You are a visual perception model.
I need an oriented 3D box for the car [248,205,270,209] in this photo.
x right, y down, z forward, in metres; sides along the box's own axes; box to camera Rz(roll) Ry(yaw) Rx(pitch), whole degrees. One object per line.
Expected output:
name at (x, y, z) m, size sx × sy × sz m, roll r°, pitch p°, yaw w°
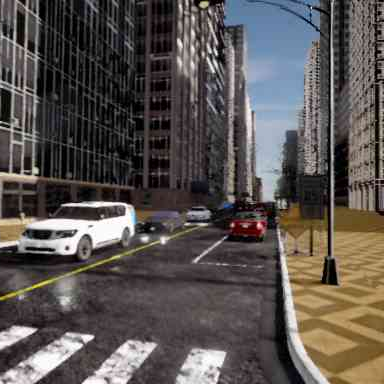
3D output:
car at (7.214, 2.372, 35.831) m, size 1.802 × 1.307 × 4.206 m, roll 1°, pitch -1°, yaw 14°

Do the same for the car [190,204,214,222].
car at (0.635, 2.184, 33.319) m, size 1.812 × 1.442 × 4.674 m, roll 0°, pitch -1°, yaw 15°

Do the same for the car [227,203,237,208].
car at (9.974, 3.313, 82.037) m, size 1.947 × 1.339 × 4.313 m, roll 1°, pitch -1°, yaw 14°

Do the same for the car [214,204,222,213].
car at (3.167, 2.676, 54.425) m, size 1.947 × 1.339 × 4.313 m, roll 1°, pitch -1°, yaw 14°

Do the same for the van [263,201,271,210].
van at (16.749, 3.021, 74.491) m, size 1.690 × 1.788 × 3.998 m, roll 1°, pitch -1°, yaw 14°

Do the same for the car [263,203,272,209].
car at (18.106, 3.359, 80.009) m, size 2.008 × 1.369 × 4.403 m, roll 1°, pitch -1°, yaw 14°

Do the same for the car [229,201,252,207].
car at (6.770, 2.188, 44.872) m, size 2.150 × 2.045 × 5.566 m, roll 0°, pitch -1°, yaw 14°

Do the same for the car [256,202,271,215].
car at (11.304, 2.486, 52.402) m, size 2.192 × 1.841 × 5.009 m, roll 1°, pitch -1°, yaw 14°

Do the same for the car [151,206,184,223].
car at (-2.287, 2.147, 32.340) m, size 1.887 × 1.381 × 4.507 m, roll 1°, pitch -1°, yaw 14°

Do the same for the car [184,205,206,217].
car at (0.443, 2.422, 43.379) m, size 1.947 × 1.339 × 4.313 m, roll 1°, pitch -1°, yaw 14°

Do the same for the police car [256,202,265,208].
police car at (17.813, 3.356, 86.321) m, size 1.930 × 1.638 × 5.238 m, roll 0°, pitch -1°, yaw 14°

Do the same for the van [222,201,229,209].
van at (7.256, 2.833, 70.995) m, size 1.690 × 1.788 × 3.998 m, roll 1°, pitch -1°, yaw 14°

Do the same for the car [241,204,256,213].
car at (9.653, 2.781, 56.573) m, size 2.033 × 1.411 × 5.357 m, roll 0°, pitch -1°, yaw 14°

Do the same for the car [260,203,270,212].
car at (14.063, 2.955, 63.608) m, size 1.752 × 1.417 × 4.829 m, roll 1°, pitch -1°, yaw 14°

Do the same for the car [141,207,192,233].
car at (-1.830, 1.977, 23.374) m, size 2.033 × 1.411 × 5.357 m, roll 0°, pitch -1°, yaw 14°

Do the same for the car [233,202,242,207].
car at (12.698, 3.554, 93.081) m, size 2.008 × 1.369 × 4.403 m, roll 1°, pitch -1°, yaw 14°

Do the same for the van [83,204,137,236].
van at (-5.115, 1.688, 21.326) m, size 1.690 × 1.788 × 3.998 m, roll 1°, pitch -1°, yaw 14°

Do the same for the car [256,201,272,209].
car at (9.942, 2.359, 46.880) m, size 2.192 × 1.841 × 5.009 m, roll 1°, pitch -1°, yaw 14°

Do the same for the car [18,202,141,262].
car at (-4.281, 1.422, 13.412) m, size 2.150 × 2.045 × 5.566 m, roll 0°, pitch -1°, yaw 14°

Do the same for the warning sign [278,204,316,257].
warning sign at (3.882, 1.397, 12.429) m, size 1.300 × 1.860 × 1.060 m, roll 0°, pitch -2°, yaw 14°

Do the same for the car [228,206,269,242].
car at (3.251, 1.850, 19.240) m, size 1.967 × 1.590 × 4.097 m, roll 1°, pitch -1°, yaw 14°

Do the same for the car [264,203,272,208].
car at (20.829, 3.615, 91.054) m, size 2.008 × 1.369 × 4.403 m, roll 1°, pitch -1°, yaw 14°
